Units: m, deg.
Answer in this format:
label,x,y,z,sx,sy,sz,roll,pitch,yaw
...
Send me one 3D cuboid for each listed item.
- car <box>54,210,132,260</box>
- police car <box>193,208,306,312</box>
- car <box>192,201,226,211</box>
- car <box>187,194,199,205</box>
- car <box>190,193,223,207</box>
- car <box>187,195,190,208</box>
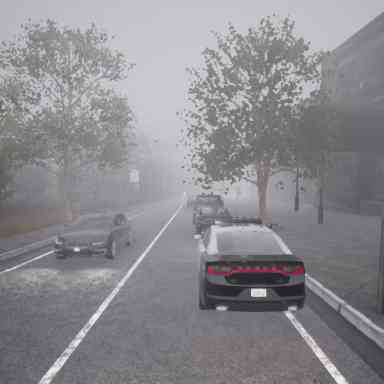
label,x,y,z,sx,sy,sz,roll,pitch,yaw
car,-3.454,1.481,12.429,1.837,1.490,4.892,0,0,0
police car,1.080,1.410,7.927,1.930,1.638,5.238,0,0,0
car,1.114,1.444,17.866,1.882,1.535,5.008,0,0,0
car,0.212,1.242,58.135,2.097,1.767,4.553,0,0,1
car,1.135,1.178,23.917,2.150,2.045,5.566,0,0,0
car,0.247,1.513,45.882,1.895,1.301,4.718,0,0,0
